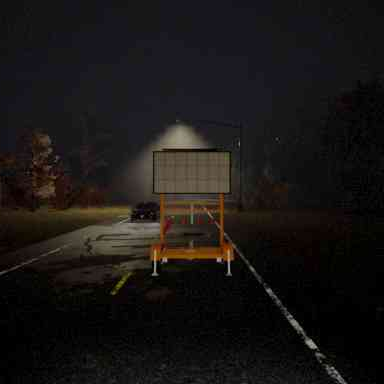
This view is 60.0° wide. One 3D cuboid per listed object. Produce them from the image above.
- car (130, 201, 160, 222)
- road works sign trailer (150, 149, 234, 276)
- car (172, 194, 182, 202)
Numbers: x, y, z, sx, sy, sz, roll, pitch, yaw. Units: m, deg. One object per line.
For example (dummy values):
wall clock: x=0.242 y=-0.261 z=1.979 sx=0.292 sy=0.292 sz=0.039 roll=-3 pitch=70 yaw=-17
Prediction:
car: x=-3.598 y=1.504 z=26.218 sx=1.837 sy=1.490 sz=4.892 roll=0 pitch=0 yaw=0
road works sign trailer: x=0.000 y=0.464 z=10.349 sx=2.380 sy=3.560 sz=2.880 roll=0 pitch=0 yaw=0
car: x=-3.489 y=1.229 z=79.483 sx=2.150 sy=2.045 sz=5.566 roll=0 pitch=0 yaw=0
